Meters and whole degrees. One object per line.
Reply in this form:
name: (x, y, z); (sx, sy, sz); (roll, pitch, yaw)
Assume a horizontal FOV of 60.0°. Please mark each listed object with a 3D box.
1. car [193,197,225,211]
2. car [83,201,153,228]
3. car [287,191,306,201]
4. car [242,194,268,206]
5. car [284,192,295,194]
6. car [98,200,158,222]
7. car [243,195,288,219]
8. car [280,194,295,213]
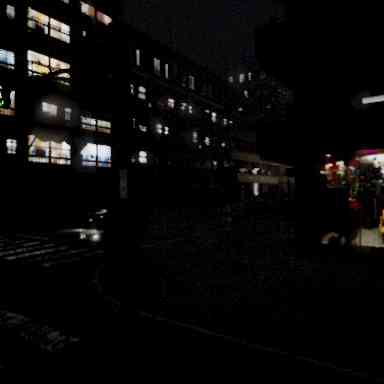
car: (1.831, 1.202, 34.587); (1.947, 1.339, 4.313); (0, 1, 35)
car: (-4.702, 1.413, 20.838); (1.994, 1.385, 4.181); (-1, 1, 36)
car: (18.137, 0.624, 57.716); (1.967, 1.590, 4.097); (0, 1, 35)
car: (8.353, 1.037, 43.837); (1.802, 1.307, 4.206); (0, 1, 35)
car: (14.876, 0.840, 53.091); (1.947, 1.339, 4.313); (0, 1, 35)
car: (-4.798, 1.385, 25.404); (1.947, 1.339, 4.313); (0, 1, 35)
car: (5.456, 1.183, 25.053); (1.887, 1.381, 4.507); (0, 1, 35)
car: (8.659, 1.130, 29.721); (1.802, 1.307, 4.206); (0, 1, 35)
